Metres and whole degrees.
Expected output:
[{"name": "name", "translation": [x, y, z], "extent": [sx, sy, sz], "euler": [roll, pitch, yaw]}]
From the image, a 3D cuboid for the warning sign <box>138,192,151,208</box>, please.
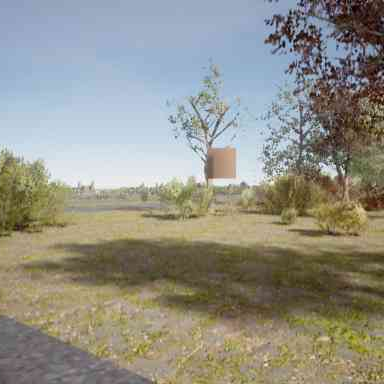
[{"name": "warning sign", "translation": [-5.924, 0.985, 41.623], "extent": [1.300, 1.860, 1.060], "euler": [0, 0, 40]}]
